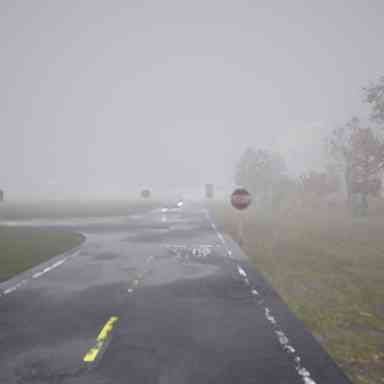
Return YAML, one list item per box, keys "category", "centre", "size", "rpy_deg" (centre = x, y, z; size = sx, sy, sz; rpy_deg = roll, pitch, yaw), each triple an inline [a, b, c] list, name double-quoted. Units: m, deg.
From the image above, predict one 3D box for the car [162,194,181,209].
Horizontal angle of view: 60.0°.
- category: "car"
  centre: [-2.731, 1.396, 42.643]
  size: [1.812, 1.442, 4.674]
  rpy_deg: [0, 1, 0]

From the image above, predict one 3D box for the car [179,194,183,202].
- category: "car"
  centre: [-2.729, 1.230, 65.519]
  size: [2.128, 1.511, 4.902]
  rpy_deg: [0, 1, 0]
